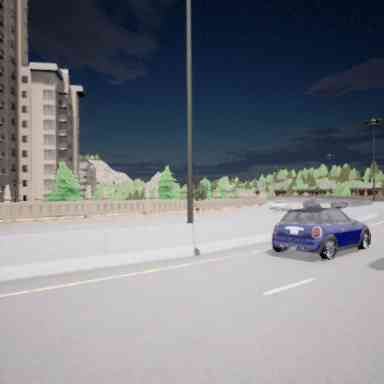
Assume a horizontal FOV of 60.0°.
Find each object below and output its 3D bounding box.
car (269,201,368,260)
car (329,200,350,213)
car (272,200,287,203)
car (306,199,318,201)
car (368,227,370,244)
[{"bbox_3d":[5.079,1.389,12.842,4.553,1.767,2.097,0,0,-42],"label":"car"},{"bbox_3d":[18.200,1.758,40.981,1.994,1.385,4.181,0,-1,29],"label":"car"},{"bbox_3d":[11.507,1.758,43.330,1.812,1.442,4.674,0,-1,30],"label":"car"},{"bbox_3d":[15.785,1.733,43.814,1.837,1.490,4.892,0,-1,28],"label":"car"},{"bbox_3d":[7.675,1.512,10.465,4.902,1.511,2.128,0,0,-43],"label":"car"}]
